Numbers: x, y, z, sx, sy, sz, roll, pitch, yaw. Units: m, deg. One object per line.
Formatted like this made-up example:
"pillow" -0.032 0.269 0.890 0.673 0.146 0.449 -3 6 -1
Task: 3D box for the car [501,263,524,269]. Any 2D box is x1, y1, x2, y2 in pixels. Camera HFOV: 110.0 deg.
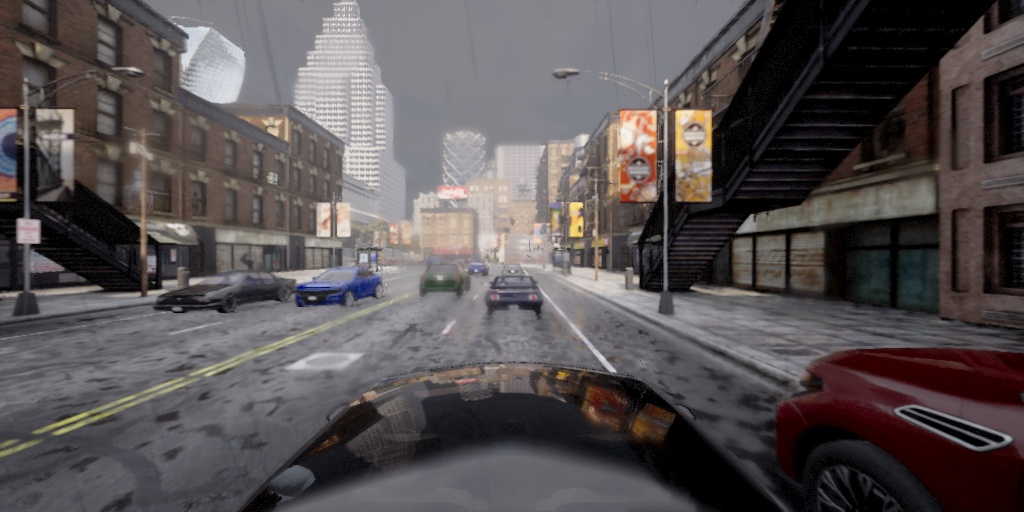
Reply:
"car" 0.055 1.300 30.976 2.033 1.411 5.357 0 0 0

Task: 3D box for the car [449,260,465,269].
"car" -8.724 1.322 56.776 1.994 1.385 4.181 0 0 -15

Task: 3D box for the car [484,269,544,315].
"car" 0.083 1.352 13.585 1.895 1.301 4.718 0 0 0

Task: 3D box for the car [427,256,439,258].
"car" -12.574 0.980 57.814 2.150 2.045 5.566 0 0 -19

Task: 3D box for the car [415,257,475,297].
"car" -3.426 1.105 19.211 2.097 1.767 4.553 0 0 0

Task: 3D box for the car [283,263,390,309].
"car" -7.120 1.231 15.276 1.882 1.535 5.008 0 0 0

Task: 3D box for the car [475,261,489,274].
"car" -3.468 1.280 37.529 1.812 1.442 4.674 0 0 0

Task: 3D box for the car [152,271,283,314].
"car" -10.618 1.303 14.022 2.033 1.411 5.357 0 0 0
